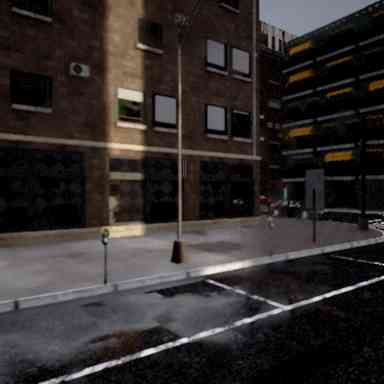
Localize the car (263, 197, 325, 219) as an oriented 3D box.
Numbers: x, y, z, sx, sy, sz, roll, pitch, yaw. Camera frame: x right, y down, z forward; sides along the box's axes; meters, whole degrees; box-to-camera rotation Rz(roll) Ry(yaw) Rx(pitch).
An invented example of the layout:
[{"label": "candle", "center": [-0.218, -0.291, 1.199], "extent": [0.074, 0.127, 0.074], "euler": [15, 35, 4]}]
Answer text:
[{"label": "car", "center": [7.976, 1.296, 25.437], "extent": [2.008, 1.369, 4.403], "euler": [1, 0, -36]}]

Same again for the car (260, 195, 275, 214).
[{"label": "car", "center": [4.797, 1.196, 29.798], "extent": [1.752, 1.417, 4.829], "euler": [1, 0, -36]}]
